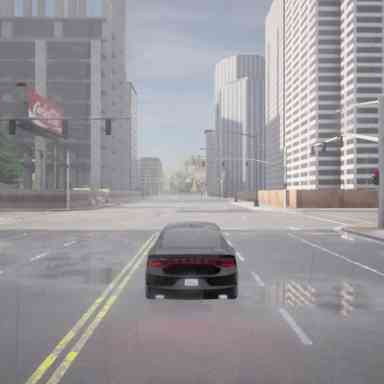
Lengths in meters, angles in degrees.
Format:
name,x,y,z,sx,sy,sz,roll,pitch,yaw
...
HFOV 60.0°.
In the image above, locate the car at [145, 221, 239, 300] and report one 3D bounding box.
name,x,y,z,sx,sy,sz,roll,pitch,yaw
car,-0.003,1.478,8.464,1.882,1.535,5.008,0,0,0
